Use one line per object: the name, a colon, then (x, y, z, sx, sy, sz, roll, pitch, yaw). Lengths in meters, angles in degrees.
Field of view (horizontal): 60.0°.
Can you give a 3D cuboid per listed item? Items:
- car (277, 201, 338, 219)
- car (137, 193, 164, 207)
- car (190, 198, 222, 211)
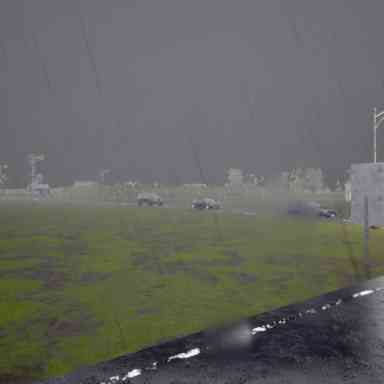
car: (10.057, 1.535, 29.380, 2.033, 1.411, 5.357, 0, 0, -33)
car: (-6.694, 1.200, 52.804, 2.150, 2.045, 5.566, 0, 0, -37)
car: (1.649, 1.489, 41.717, 1.837, 1.490, 4.892, 0, 0, -36)
